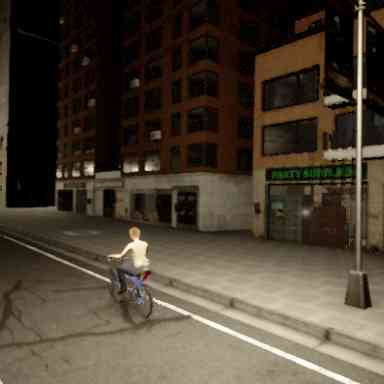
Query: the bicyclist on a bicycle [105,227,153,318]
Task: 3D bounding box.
[{"bbox_3d":[-1.178,1.481,6.421,0.866,1.612,1.509,2,-1,-42],"label":"bicyclist on a bicycle"}]
